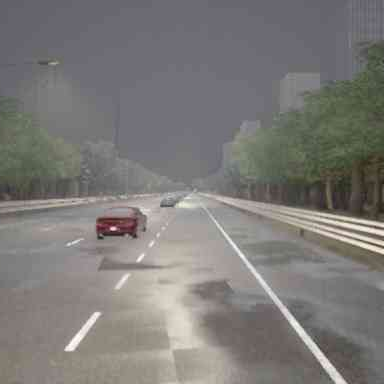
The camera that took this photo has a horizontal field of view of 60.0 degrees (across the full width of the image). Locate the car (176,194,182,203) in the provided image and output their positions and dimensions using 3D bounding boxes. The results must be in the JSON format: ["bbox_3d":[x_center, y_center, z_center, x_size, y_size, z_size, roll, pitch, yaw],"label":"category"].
[{"bbox_3d":[-3.467,1.492,64.323,1.994,1.385,4.181,0,0,0],"label":"car"}]

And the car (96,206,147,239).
[{"bbox_3d":[-3.491,1.472,17.209,1.882,1.535,5.008,0,0,0],"label":"car"}]

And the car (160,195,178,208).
[{"bbox_3d":[-3.475,1.514,48.322,1.994,1.385,4.181,0,0,0],"label":"car"}]

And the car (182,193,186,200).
[{"bbox_3d":[-3.455,1.260,87.978,2.097,1.767,4.553,0,0,0],"label":"car"}]
